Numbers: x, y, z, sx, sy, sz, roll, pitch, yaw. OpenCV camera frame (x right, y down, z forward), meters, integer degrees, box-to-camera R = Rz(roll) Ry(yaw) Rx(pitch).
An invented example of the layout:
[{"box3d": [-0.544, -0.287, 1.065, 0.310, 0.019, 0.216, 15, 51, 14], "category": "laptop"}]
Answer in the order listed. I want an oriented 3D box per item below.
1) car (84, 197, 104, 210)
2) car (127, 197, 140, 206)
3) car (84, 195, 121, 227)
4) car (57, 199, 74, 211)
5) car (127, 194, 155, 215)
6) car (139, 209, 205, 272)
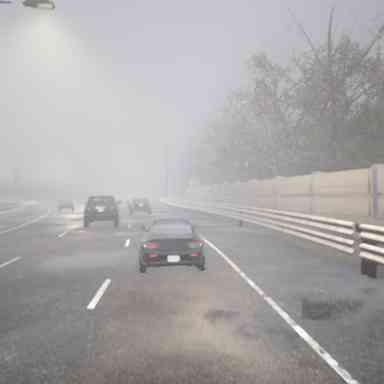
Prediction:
[{"box3d": [-12.799, 1.441, 43.303, 1.882, 1.535, 5.008, 0, 0, -23], "category": "car"}, {"box3d": [-9.284, 1.529, 52.911, 1.895, 1.301, 4.718, 0, 0, -9], "category": "car"}, {"box3d": [-6.118, 1.199, 22.897, 2.150, 2.045, 5.566, 0, 0, -12], "category": "car"}, {"box3d": [-15.740, 1.527, 41.425, 2.033, 1.411, 5.357, 0, 0, -24], "category": "car"}, {"box3d": [-5.373, 1.303, 33.816, 2.097, 1.767, 4.553, 0, 0, -14], "category": "car"}, {"box3d": [-0.701, 1.506, 10.654, 1.812, 1.442, 4.674, 0, 0, -6], "category": "car"}]
